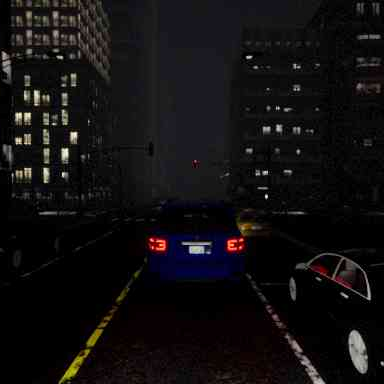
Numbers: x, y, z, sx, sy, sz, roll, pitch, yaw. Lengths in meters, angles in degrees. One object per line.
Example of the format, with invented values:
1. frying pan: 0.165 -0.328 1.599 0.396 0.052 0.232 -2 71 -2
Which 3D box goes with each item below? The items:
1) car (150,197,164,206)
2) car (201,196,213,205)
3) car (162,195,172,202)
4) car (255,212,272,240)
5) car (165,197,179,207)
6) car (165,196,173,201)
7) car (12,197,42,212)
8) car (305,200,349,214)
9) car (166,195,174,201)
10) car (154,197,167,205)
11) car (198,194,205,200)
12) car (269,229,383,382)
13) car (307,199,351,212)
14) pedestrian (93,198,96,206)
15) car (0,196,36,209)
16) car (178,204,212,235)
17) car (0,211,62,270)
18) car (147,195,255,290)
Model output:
1. car: -5.726 1.514 54.336 1.752 1.417 4.829 -1 0 0
2. car: 2.652 1.539 60.164 2.008 1.369 4.403 -1 0 0
3. car: -5.735 1.531 77.123 1.887 1.381 4.507 -1 0 0
4. car: 2.799 1.521 16.724 1.752 1.417 4.829 -1 0 0
5. car: -3.114 1.553 52.632 1.994 1.385 4.181 0 0 0
6. car: -5.736 1.568 82.778 1.802 1.307 4.206 -1 0 0
7. car: -17.831 1.442 34.363 4.181 1.385 1.994 0 1 1
8. car: 14.865 1.667 37.128 4.181 1.385 1.994 0 1 1
9. car: -5.739 1.530 88.433 1.887 1.381 4.507 -1 0 0
10. car: -5.728 1.554 60.160 1.947 1.339 4.313 -1 0 0
11. car: 2.637 1.425 94.091 1.967 1.590 4.097 -1 0 0
12. car: 2.804 1.549 5.265 2.008 1.369 4.403 -1 0 0
13. car: 16.297 1.623 39.693 4.403 1.369 2.008 0 0 1
14. pedestrian: -12.567 1.300 43.026 0.500 1.100 0.500 0 0 1
15. car: -21.679 1.275 40.175 4.829 1.417 1.752 0 0 1
16. car: 0.089 1.520 19.688 1.812 1.442 4.674 0 0 -2
17. car: -5.838 1.542 10.964 1.887 1.381 4.507 -1 0 0
18. car: 0.092 1.219 9.177 2.150 2.045 5.566 0 0 0
